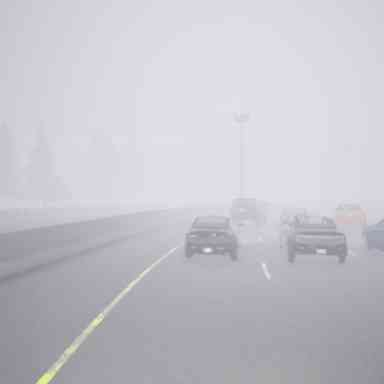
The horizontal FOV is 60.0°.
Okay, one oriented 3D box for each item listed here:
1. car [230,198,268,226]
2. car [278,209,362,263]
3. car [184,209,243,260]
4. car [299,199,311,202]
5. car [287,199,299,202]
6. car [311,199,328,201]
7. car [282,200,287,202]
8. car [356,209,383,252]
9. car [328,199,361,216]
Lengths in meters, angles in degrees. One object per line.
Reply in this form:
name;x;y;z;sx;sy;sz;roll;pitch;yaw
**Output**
car;4.545;1.473;26.289;2.150;2.045;5.566;0;0;21
car;4.381;1.620;12.548;2.128;1.511;4.902;0;0;10
car;0.926;1.634;13.112;1.837;1.490;4.892;0;0;10
car;26.308;2.231;72.646;4.892;1.490;1.837;0;-1;-33
car;24.734;2.294;75.774;5.357;1.411;2.033;0;-1;-33
car;27.889;2.179;69.503;5.008;1.535;1.882;0;-1;-33
car;23.153;2.338;78.919;4.181;1.385;1.994;0;-1;-33
car;7.877;1.609;12.179;1.882;1.535;5.008;0;0;10
car;11.106;1.596;23.827;2.097;1.767;4.553;0;-1;21
